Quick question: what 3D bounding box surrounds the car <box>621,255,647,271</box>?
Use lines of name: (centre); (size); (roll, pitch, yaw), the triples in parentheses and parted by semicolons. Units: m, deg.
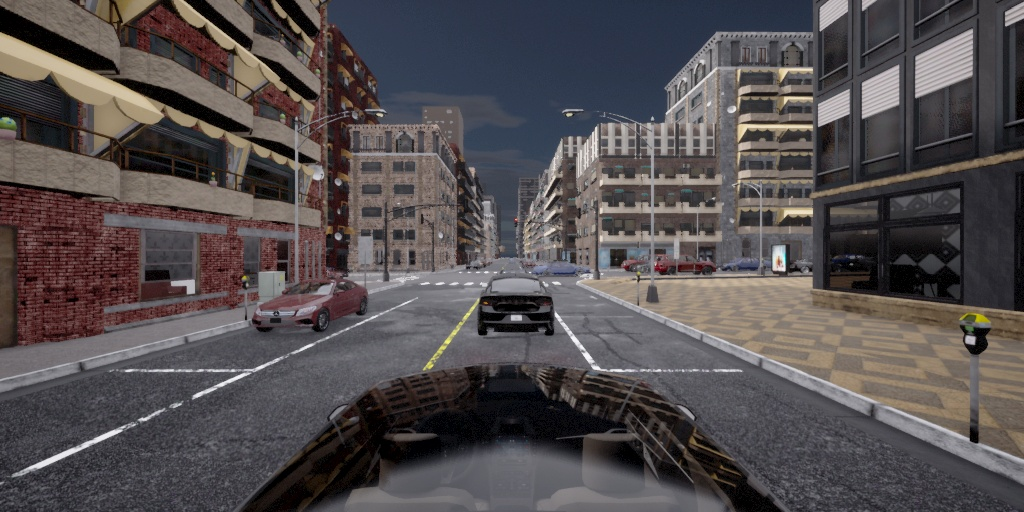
car: (14.575, 0.764, 39.164); (5.009, 1.841, 2.192); (0, 0, 0)

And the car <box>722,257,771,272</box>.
car: (23.841, 0.829, 36.654); (5.357, 1.411, 2.033); (-1, 0, -1)

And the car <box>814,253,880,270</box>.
car: (34.277, 0.562, 36.734); (5.008, 1.535, 1.882); (-1, 0, 0)

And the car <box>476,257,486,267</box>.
car: (-5.690, 1.293, 58.342); (1.751, 1.417, 4.829); (0, 0, 0)

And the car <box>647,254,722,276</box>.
car: (14.710, 0.778, 30.785); (5.009, 1.841, 2.192); (0, 0, 0)

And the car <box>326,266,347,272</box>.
car: (-17.398, 1.614, 33.094); (4.181, 1.385, 1.994); (-1, 0, -1)

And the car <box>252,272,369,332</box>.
car: (-5.742, 1.332, 10.806); (1.802, 1.307, 4.207); (0, 0, 0)

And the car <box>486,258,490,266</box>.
car: (-5.689, 1.086, 64.194); (2.192, 1.841, 5.009); (0, 0, 0)

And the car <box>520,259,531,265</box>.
car: (2.691, 1.207, 58.513); (1.967, 1.591, 4.097); (0, 0, 0)

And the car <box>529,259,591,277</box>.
car: (4.538, 1.194, 33.286); (5.357, 1.411, 2.033); (-1, 0, -1)

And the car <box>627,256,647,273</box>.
car: (14.446, 1.021, 36.572); (4.181, 1.385, 1.994); (-1, 0, -1)

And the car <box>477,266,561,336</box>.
car: (0.099, 1.227, 10.465); (1.882, 1.535, 5.008); (0, 0, 0)

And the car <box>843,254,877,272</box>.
car: (31.351, 0.717, 30.930); (4.313, 1.339, 1.948); (0, 0, 0)

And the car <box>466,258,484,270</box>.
car: (-5.689, 1.330, 52.829); (1.948, 1.339, 4.313); (0, 0, 0)

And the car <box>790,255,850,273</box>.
car: (25.803, 0.822, 30.881); (4.313, 1.339, 1.948); (0, 0, 0)
